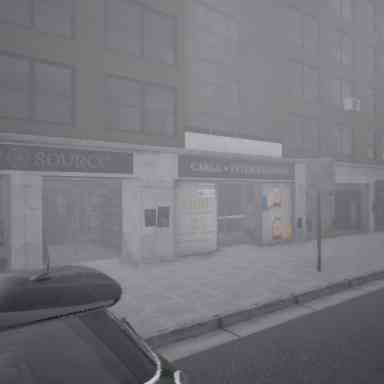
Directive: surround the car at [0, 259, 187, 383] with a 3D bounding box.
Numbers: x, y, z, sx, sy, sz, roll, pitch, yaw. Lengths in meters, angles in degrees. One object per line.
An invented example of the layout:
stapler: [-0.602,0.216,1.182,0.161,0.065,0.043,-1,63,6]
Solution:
car: [-2.153,1.352,1.478,4.553,1.767,2.097,0,0,-36]
